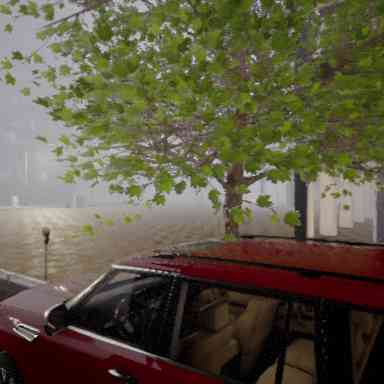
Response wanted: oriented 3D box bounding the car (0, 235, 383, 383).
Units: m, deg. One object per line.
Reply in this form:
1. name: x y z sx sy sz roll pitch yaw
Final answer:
1. car: 0.229 1.312 2.717 5.009 1.841 2.192 0 0 36
